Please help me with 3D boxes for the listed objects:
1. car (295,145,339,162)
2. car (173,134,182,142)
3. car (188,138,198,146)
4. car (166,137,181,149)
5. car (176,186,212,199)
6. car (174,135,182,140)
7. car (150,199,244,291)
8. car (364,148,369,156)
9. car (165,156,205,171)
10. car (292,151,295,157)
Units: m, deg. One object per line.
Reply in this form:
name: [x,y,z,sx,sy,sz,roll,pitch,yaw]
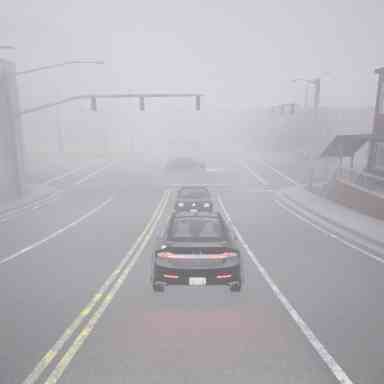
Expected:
car: [15.824,-4.735,41.499,4.553,1.767,2.097,0,12,0]
car: [-3.459,-12.831,79.004,1.837,1.490,4.892,0,12,0]
car: [0.128,-9.996,66.411,1.994,1.385,4.181,0,12,0]
car: [-3.539,-8.503,59.351,1.837,1.490,4.892,0,12,0]
car: [0.094,0.329,18.036,1.895,1.301,4.718,0,8,0]
car: [-3.464,-10.615,69.174,1.994,1.385,4.181,0,12,0]
car: [0.103,1.221,8.333,2.128,1.511,4.902,0,4,0]
car: [26.318,-5.607,44.850,5.566,2.045,2.150,0,12,0]
car: [-0.707,-2.994,34.574,4.181,1.385,1.994,0,12,0]
car: [15.992,-5.487,44.916,4.553,1.767,2.097,0,12,0]
